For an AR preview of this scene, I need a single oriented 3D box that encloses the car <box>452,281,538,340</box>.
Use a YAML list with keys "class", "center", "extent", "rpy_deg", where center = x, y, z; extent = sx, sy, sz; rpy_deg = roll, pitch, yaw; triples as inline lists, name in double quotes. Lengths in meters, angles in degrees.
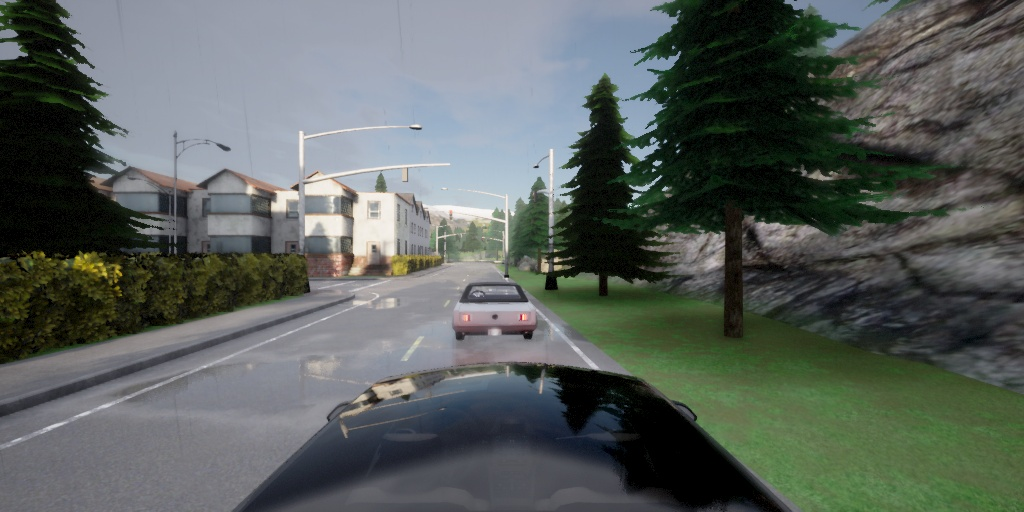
- class: "car"
  center: [-0.520, 1.351, 9.930]
  extent: [1.895, 1.301, 4.718]
  rpy_deg: [0, 0, -4]
